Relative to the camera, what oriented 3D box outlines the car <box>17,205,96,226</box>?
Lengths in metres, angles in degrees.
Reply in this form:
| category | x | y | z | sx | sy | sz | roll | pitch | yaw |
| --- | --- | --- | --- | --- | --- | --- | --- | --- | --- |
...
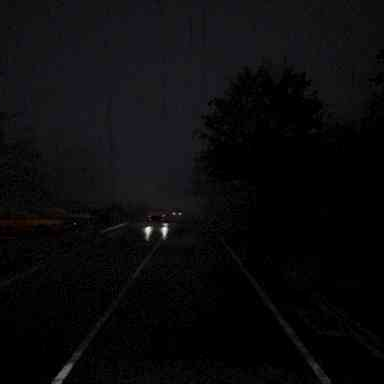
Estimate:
| category | x | y | z | sx | sy | sz | roll | pitch | yaw |
| --- | --- | --- | --- | --- | --- | --- | --- | --- | --- |
| car | -10.343 | 1.985 | 25.482 | 5.008 | 1.535 | 2.097 | 0 | -2 | 0 |

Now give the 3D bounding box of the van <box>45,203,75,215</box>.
| category | x | y | z | sx | sy | sz | roll | pitch | yaw |
| --- | --- | --- | --- | --- | --- | --- | --- | --- | --- |
| van | -23.286 | 2.994 | 58.784 | 4.442 | 1.987 | 1.878 | 0 | -3 | 0 |

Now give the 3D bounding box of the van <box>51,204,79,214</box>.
| category | x | y | z | sx | sy | sz | roll | pitch | yaw |
| --- | --- | --- | --- | --- | --- | --- | --- | --- | --- |
| van | -23.518 | 3.148 | 61.683 | 4.442 | 1.987 | 1.878 | 0 | -3 | 0 |

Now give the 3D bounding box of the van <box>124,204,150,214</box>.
| category | x | y | z | sx | sy | sz | roll | pitch | yaw |
| --- | --- | --- | --- | --- | --- | --- | --- | --- | --- |
| van | -10.205 | 3.141 | 61.534 | 4.442 | 1.987 | 1.878 | 0 | -3 | 0 |

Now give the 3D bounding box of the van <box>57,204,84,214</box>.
| category | x | y | z | sx | sy | sz | roll | pitch | yaw |
| --- | --- | --- | --- | --- | --- | --- | --- | --- | --- |
| van | -23.517 | 3.288 | 64.325 | 4.442 | 1.987 | 1.878 | 0 | -3 | 0 |

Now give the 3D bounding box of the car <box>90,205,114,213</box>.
| category | x | y | z | sx | sy | sz | roll | pitch | yaw |
| --- | --- | --- | --- | --- | --- | --- | --- | --- | --- |
| car | -23.363 | 4.444 | 86.582 | 5.566 | 2.045 | 2.435 | 0 | -3 | 0 |

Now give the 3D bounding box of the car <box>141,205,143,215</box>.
| category | x | y | z | sx | sy | sz | roll | pitch | yaw |
| --- | --- | --- | --- | --- | --- | --- | --- | --- | --- |
| car | -10.329 | 2.937 | 50.446 | 4.674 | 1.452 | 2.002 | 0 | -2 | 0 |

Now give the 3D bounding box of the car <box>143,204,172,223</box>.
| category | x | y | z | sx | sy | sz | roll | pitch | yaw |
| --- | --- | --- | --- | --- | --- | --- | --- | --- | --- |
| car | -3.356 | 2.269 | 33.632 | 1.882 | 1.535 | 5.008 | 0 | -2 | 0 |

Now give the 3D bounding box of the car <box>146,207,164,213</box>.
| category | x | y | z | sx | sy | sz | roll | pitch | yaw |
| --- | --- | --- | --- | --- | --- | --- | --- | --- | --- |
| car | -10.280 | 5.014 | 92.016 | 4.792 | 1.488 | 2.163 | 0 | -3 | 0 |

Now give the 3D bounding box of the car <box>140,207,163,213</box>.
| category | x | y | z | sx | sy | sz | roll | pitch | yaw |
| --- | --- | --- | --- | --- | --- | --- | --- | --- | --- |
| car | -10.127 | 4.541 | 83.700 | 5.366 | 1.575 | 1.946 | 0 | -3 | 0 |

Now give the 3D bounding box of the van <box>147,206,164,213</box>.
| category | x | y | z | sx | sy | sz | roll | pitch | yaw |
| --- | --- | --- | --- | --- | --- | --- | --- | --- | --- |
| van | -10.425 | 4.907 | 94.802 | 4.442 | 1.987 | 1.878 | 0 | -3 | 0 |

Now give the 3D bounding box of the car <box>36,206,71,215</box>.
| category | x | y | z | sx | sy | sz | roll | pitch | yaw |
| --- | --- | --- | --- | --- | --- | --- | --- | --- | --- |
| car | -23.409 | 3.108 | 56.157 | 5.008 | 1.535 | 2.097 | 0 | -2 | 0 |

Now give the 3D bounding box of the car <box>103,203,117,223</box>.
| category | x | y | z | sx | sy | sz | roll | pitch | yaw |
| --- | --- | --- | --- | --- | --- | --- | --- | --- | --- |
| car | -10.306 | 1.929 | 31.037 | 5.566 | 2.045 | 2.435 | 0 | -2 | 0 |

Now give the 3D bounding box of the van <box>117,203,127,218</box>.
| category | x | y | z | sx | sy | sz | roll | pitch | yaw |
| --- | --- | --- | --- | --- | --- | --- | --- | --- | --- |
| van | -10.447 | 2.262 | 39.358 | 4.442 | 1.987 | 1.878 | 0 | -2 | 0 |

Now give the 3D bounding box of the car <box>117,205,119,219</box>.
| category | x | y | z | sx | sy | sz | roll | pitch | yaw |
| --- | --- | --- | --- | --- | --- | --- | --- | --- | --- |
| car | -10.362 | 2.312 | 33.801 | 4.792 | 1.488 | 2.163 | 0 | -2 | 0 |

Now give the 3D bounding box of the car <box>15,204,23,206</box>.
| category | x | y | z | sx | sy | sz | roll | pitch | yaw |
| --- | --- | --- | --- | --- | --- | --- | --- | --- | --- |
| car | -23.405 | 2.489 | 39.423 | 5.008 | 1.535 | 2.097 | 0 | -2 | 0 |

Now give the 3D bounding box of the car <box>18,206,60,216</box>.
| category | x | y | z | sx | sy | sz | roll | pitch | yaw |
| --- | --- | --- | --- | --- | --- | --- | --- | --- | --- |
| car | -23.221 | 2.900 | 50.623 | 5.366 | 1.575 | 1.946 | 0 | -2 | 0 |

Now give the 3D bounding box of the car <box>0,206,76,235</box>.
| category | x | y | z | sx | sy | sz | roll | pitch | yaw |
| --- | --- | --- | --- | --- | --- | --- | --- | --- | --- |
| car | -10.153 | 1.816 | 19.944 | 5.366 | 1.575 | 1.946 | 0 | -2 | 0 |

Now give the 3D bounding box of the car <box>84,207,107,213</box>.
| category | x | y | z | sx | sy | sz | roll | pitch | yaw |
| --- | --- | --- | --- | --- | --- | --- | --- | --- | --- |
| car | -23.388 | 4.401 | 81.035 | 5.008 | 1.535 | 2.097 | 0 | -3 | 0 |

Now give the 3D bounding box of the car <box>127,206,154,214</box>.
| category | x | y | z | sx | sy | sz | roll | pitch | yaw |
| --- | --- | --- | --- | --- | --- | --- | --- | --- | --- |
| car | -10.314 | 3.661 | 67.067 | 5.008 | 1.535 | 2.097 | 0 | -3 | 0 |

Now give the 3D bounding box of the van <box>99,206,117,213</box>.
| category | x | y | z | sx | sy | sz | roll | pitch | yaw |
| --- | --- | --- | --- | --- | --- | --- | --- | --- | --- |
| van | -23.272 | 4.763 | 92.113 | 4.442 | 1.987 | 1.878 | 0 | -3 | 0 |

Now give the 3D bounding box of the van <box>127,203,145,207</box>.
| category | x | y | z | sx | sy | sz | roll | pitch | yaw |
| --- | --- | --- | --- | --- | --- | --- | --- | --- | --- |
| van | -10.209 | 2.774 | 53.230 | 4.442 | 1.987 | 1.878 | 0 | -2 | 0 |

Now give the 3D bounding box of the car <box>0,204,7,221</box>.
| category | x | y | z | sx | sy | sz | roll | pitch | yaw |
| --- | --- | --- | --- | --- | --- | --- | --- | --- | --- |
| car | -23.380 | 2.266 | 36.783 | 4.553 | 1.767 | 2.185 | 0 | -2 | 0 |

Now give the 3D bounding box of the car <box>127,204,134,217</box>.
| category | x | y | z | sx | sy | sz | roll | pitch | yaw |
| --- | --- | --- | --- | --- | --- | --- | --- | --- | --- |
| car | -10.335 | 2.590 | 42.125 | 5.008 | 1.535 | 2.097 | 0 | -2 | 0 |

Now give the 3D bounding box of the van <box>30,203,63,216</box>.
| category | x | y | z | sx | sy | sz | roll | pitch | yaw |
| --- | --- | --- | --- | --- | --- | --- | --- | --- | --- |
| van | -23.288 | 2.780 | 53.397 | 4.442 | 1.987 | 1.878 | 0 | -2 | 0 |

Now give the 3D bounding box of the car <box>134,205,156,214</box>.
| category | x | y | z | sx | sy | sz | roll | pitch | yaw |
| --- | --- | --- | --- | --- | --- | --- | --- | --- | --- |
| car | -10.286 | 3.830 | 72.618 | 4.553 | 1.767 | 2.185 | 0 | -3 | 0 |

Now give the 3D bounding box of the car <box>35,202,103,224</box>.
| category | x | y | z | sx | sy | sz | roll | pitch | yaw |
| --- | --- | --- | --- | --- | --- | --- | --- | --- | --- |
| car | -10.367 | 1.954 | 28.262 | 4.553 | 1.767 | 2.185 | 0 | -2 | 0 |

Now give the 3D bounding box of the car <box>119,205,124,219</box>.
| category | x | y | z | sx | sy | sz | roll | pitch | yaw |
| --- | --- | --- | --- | --- | --- | --- | --- | --- | --- |
| car | -10.334 | 2.425 | 36.574 | 4.674 | 1.452 | 2.002 | 0 | -2 | 0 |

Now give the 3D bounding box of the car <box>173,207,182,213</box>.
| category | x | y | z | sx | sy | sz | roll | pitch | yaw |
| --- | --- | --- | --- | --- | --- | --- | --- | --- | --- |
| car | -3.281 | 4.002 | 74.850 | 1.994 | 1.385 | 4.181 | 0 | -3 | 0 |

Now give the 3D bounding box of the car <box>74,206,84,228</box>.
| category | x | y | z | sx | sy | sz | roll | pitch | yaw |
| --- | --- | --- | --- | --- | --- | --- | --- | --- | --- |
| car | -10.343 | 1.899 | 22.712 | 4.892 | 1.521 | 2.231 | 0 | -2 | 0 |

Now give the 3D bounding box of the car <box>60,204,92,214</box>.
| category | x | y | z | sx | sy | sz | roll | pitch | yaw |
| --- | --- | --- | --- | --- | --- | --- | --- | --- | --- |
| car | -23.371 | 3.410 | 67.093 | 5.566 | 2.045 | 2.435 | 0 | -3 | 0 |

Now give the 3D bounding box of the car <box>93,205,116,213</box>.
| category | x | y | z | sx | sy | sz | roll | pitch | yaw |
| --- | --- | --- | --- | --- | --- | --- | --- | --- | --- |
| car | -23.362 | 4.591 | 89.349 | 5.566 | 2.045 | 2.435 | 0 | -3 | 0 |

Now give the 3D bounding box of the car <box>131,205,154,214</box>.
| category | x | y | z | sx | sy | sz | roll | pitch | yaw |
| --- | --- | --- | --- | --- | --- | --- | --- | --- | --- |
| car | -10.287 | 3.682 | 69.846 | 4.553 | 1.767 | 2.185 | 0 | -3 | 0 |

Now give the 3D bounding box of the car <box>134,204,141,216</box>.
| category | x | y | z | sx | sy | sz | roll | pitch | yaw |
| --- | --- | --- | --- | --- | --- | --- | --- | --- | --- |
| car | -10.297 | 2.824 | 47.671 | 4.792 | 1.488 | 2.163 | 0 | -2 | 0 |

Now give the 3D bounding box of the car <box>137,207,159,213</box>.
| category | x | y | z | sx | sy | sz | roll | pitch | yaw |
| --- | --- | --- | --- | --- | --- | --- | --- | --- | --- |
| car | -10.309 | 4.250 | 78.156 | 4.892 | 1.521 | 2.231 | 0 | -3 | 0 |

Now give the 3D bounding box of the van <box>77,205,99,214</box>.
| category | x | y | z | sx | sy | sz | roll | pitch | yaw |
| --- | --- | --- | --- | --- | --- | --- | --- | --- | --- |
| van | -23.513 | 3.876 | 75.390 | 4.442 | 1.987 | 1.878 | 0 | -3 | 0 |
